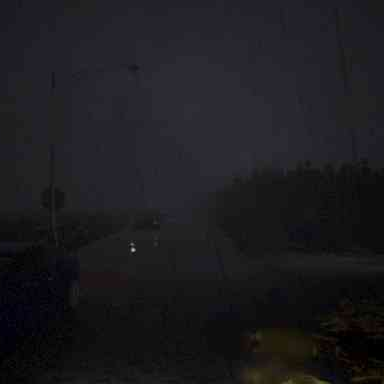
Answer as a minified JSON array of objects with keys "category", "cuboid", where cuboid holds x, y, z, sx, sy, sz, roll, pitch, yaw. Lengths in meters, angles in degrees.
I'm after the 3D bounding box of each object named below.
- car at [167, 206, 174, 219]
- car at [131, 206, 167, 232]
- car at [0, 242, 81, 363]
[{"category":"car","cuboid":[-3.143,2.347,38.730,1.812,1.442,4.674,0,-1,0]},{"category":"car","cuboid":[-3.179,2.019,24.358,1.882,1.535,5.008,0,-1,0]},{"category":"car","cuboid":[-3.201,1.602,5.243,1.812,1.442,4.674,0,-1,0]}]
